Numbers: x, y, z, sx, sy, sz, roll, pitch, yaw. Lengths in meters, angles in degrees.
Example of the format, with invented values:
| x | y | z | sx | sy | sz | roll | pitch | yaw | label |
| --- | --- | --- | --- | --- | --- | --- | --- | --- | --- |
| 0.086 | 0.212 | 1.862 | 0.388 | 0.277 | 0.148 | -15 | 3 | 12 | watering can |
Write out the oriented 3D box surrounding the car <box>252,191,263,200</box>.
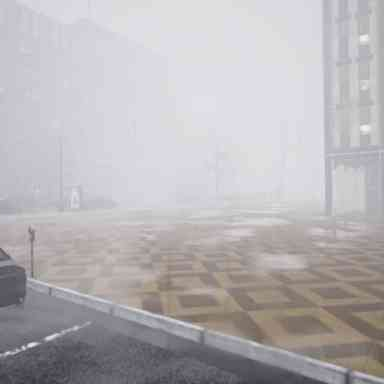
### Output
| x | y | z | sx | sy | sz | roll | pitch | yaw | label |
| --- | --- | --- | --- | --- | --- | --- | --- | --- | --- |
| 12.423 | 1.023 | 68.645 | 1.802 | 1.307 | 4.206 | -1 | 0 | 36 | car |

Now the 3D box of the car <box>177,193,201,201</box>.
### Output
| x | y | z | sx | sy | sz | roll | pitch | yaw | label |
| --- | --- | --- | --- | --- | --- | --- | --- | --- | --- |
| -0.545 | 0.871 | 60.458 | 1.895 | 1.301 | 4.718 | -1 | 0 | 36 | car |

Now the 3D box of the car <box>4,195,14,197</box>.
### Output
| x | y | z | sx | sy | sz | roll | pitch | yaw | label |
| --- | --- | --- | --- | --- | --- | --- | --- | --- | --- |
| -20.720 | 1.382 | 32.765 | 1.837 | 1.490 | 4.892 | -1 | 1 | 36 | car |

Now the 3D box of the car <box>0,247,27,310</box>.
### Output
| x | y | z | sx | sy | sz | roll | pitch | yaw | label |
| --- | --- | --- | --- | --- | --- | --- | --- | --- | --- |
| -4.994 | 1.547 | 6.609 | 4.403 | 1.369 | 2.008 | 0 | -1 | 36 | car |

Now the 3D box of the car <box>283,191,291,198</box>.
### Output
| x | y | z | sx | sy | sz | roll | pitch | yaw | label |
| --- | --- | --- | --- | --- | --- | --- | --- | --- | --- |
| 22.149 | 0.908 | 82.076 | 1.802 | 1.307 | 4.206 | -1 | 0 | 36 | car |

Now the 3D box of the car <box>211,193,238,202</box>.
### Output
| x | y | z | sx | sy | sz | roll | pitch | yaw | label |
| --- | --- | --- | --- | --- | --- | --- | --- | --- | --- |
| 5.939 | 1.070 | 59.692 | 2.008 | 1.369 | 4.403 | -1 | 0 | 36 | car |

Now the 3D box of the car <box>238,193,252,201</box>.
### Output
| x | y | z | sx | sy | sz | roll | pitch | yaw | label |
| --- | --- | --- | --- | --- | --- | --- | --- | --- | --- |
| 9.181 | 1.025 | 64.168 | 1.887 | 1.381 | 4.507 | -1 | 0 | 36 | car |

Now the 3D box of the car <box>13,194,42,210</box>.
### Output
| x | y | z | sx | sy | sz | roll | pitch | yaw | label |
| --- | --- | --- | --- | --- | --- | --- | --- | --- | --- |
| -20.302 | 1.198 | 37.746 | 2.192 | 1.841 | 5.009 | 0 | 0 | 36 | car |

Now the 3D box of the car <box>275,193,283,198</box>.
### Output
| x | y | z | sx | sy | sz | roll | pitch | yaw | label |
| --- | --- | --- | --- | --- | --- | --- | --- | --- | --- |
| 18.907 | 0.915 | 77.599 | 2.008 | 1.369 | 4.403 | -1 | 0 | 36 | car |

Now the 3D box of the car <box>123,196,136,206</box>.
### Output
| x | y | z | sx | sy | sz | roll | pitch | yaw | label |
| --- | --- | --- | --- | --- | --- | --- | --- | --- | --- |
| -10.003 | 1.266 | 47.564 | 1.812 | 1.442 | 4.674 | -1 | 0 | 36 | car |

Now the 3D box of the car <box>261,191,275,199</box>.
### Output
| x | y | z | sx | sy | sz | roll | pitch | yaw | label |
| --- | --- | --- | --- | --- | --- | --- | --- | --- | --- |
| 15.662 | 0.717 | 73.122 | 2.192 | 1.841 | 5.009 | -1 | 0 | 36 | car |

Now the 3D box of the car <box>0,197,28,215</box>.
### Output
| x | y | z | sx | sy | sz | roll | pitch | yaw | label |
| --- | --- | --- | --- | --- | --- | --- | --- | --- | --- |
| -16.755 | 1.390 | 28.353 | 1.802 | 1.307 | 4.206 | 0 | 0 | 36 | car |

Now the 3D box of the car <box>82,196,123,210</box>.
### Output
| x | y | z | sx | sy | sz | roll | pitch | yaw | label |
| --- | --- | --- | --- | --- | --- | --- | --- | --- | --- |
| -10.272 | 1.163 | 37.307 | 1.967 | 1.590 | 4.097 | 0 | 0 | 36 | car |

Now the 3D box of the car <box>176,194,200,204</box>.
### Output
| x | y | z | sx | sy | sz | roll | pitch | yaw | label |
| --- | --- | --- | --- | --- | --- | --- | --- | --- | --- |
| -0.547 | 1.039 | 50.738 | 1.967 | 1.590 | 4.097 | -1 | 0 | 36 | car |

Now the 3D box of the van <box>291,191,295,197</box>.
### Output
| x | y | z | sx | sy | sz | roll | pitch | yaw | label |
| --- | --- | --- | --- | --- | --- | --- | --- | --- | --- |
| 25.389 | 0.631 | 86.553 | 1.690 | 1.788 | 3.998 | -1 | 0 | 36 | van |

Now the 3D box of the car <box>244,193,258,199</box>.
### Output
| x | y | z | sx | sy | sz | roll | pitch | yaw | label |
| --- | --- | --- | --- | --- | --- | --- | --- | --- | --- |
| 15.363 | 1.010 | 86.992 | 1.947 | 1.339 | 4.313 | -1 | 0 | 36 | car |

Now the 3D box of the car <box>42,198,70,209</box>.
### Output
| x | y | z | sx | sy | sz | roll | pitch | yaw | label |
| --- | --- | --- | --- | --- | --- | --- | --- | --- | --- |
| -17.057 | 1.386 | 42.224 | 1.887 | 1.381 | 4.507 | 0 | 0 | 36 | car |
